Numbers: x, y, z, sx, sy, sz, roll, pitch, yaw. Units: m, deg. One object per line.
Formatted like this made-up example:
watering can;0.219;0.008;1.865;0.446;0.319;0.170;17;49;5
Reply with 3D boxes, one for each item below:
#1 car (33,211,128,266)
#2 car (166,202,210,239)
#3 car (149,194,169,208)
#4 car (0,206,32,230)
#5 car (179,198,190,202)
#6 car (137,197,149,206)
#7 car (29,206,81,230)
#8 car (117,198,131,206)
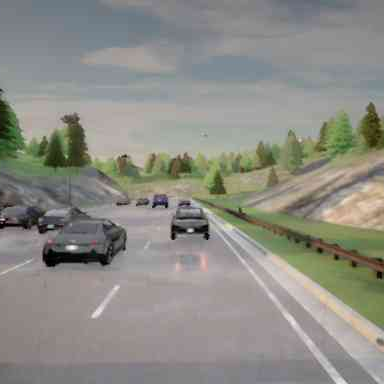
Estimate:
car;-3.512;1.584;11.616;1.994;1.385;4.181;0;0;-1
car;-0.135;1.516;17.413;2.128;1.511;4.902;0;0;-2
car;-4.543;1.295;48.741;2.150;2.045;5.566;0;0;-2
car;-10.705;1.587;21.252;2.033;1.411;5.357;0;0;-2
car;-1.198;1.678;54.178;1.895;1.301;4.718;0;0;-2
car;-8.266;1.579;56.591;2.128;1.511;4.902;0;0;-2
car;-7.173;1.559;19.012;1.812;1.442;4.674;0;0;-2
car;-11.808;1.656;57.913;1.994;1.385;4.181;0;0;-2
